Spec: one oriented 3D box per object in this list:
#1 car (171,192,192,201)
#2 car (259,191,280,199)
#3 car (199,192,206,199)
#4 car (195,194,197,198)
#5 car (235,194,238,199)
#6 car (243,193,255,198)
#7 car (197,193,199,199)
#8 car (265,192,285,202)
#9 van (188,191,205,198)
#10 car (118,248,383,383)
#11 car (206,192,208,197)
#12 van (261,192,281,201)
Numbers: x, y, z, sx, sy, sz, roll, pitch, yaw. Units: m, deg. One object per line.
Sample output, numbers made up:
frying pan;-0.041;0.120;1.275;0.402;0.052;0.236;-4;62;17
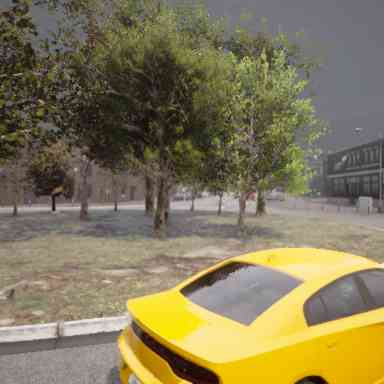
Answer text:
car;-3.021;1.129;73.129;4.553;1.767;2.185;0;1;11
car;20.694;0.739;89.104;5.566;2.045;2.435;0;1;11
car;0.129;0.805;89.375;5.566;2.045;2.435;0;1;11
car;-1.979;1.237;78.549;4.674;1.452;2.002;0;1;11
car;12.322;0.930;86.677;2.097;1.767;4.553;0;1;11
car;14.234;0.873;80.902;2.150;2.045;5.566;0;1;11
car;-1.417;1.040;81.247;4.553;1.767;2.185;0;1;11
car;16.332;1.289;67.428;4.792;1.488;2.163;0;0;11
van;1.341;0.755;94.757;4.442;1.987;1.878;0;1;11
car;1.617;1.473;4.179;5.008;1.535;1.882;0;0;-32
car;0.874;1.015;92.041;5.366;1.575;1.946;0;1;11
van;17.870;0.957;75.626;4.442;1.987;1.878;0;1;11
